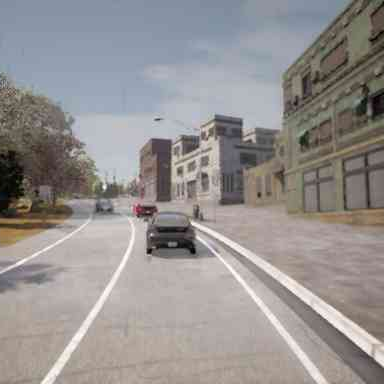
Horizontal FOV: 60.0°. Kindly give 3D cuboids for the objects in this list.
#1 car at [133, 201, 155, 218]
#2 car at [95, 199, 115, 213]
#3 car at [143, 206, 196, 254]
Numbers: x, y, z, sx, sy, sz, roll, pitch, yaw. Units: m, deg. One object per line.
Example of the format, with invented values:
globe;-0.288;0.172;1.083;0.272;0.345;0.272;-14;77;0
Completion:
car;-4.520;1.594;31.624;1.882;1.535;5.008;1;-1;-15
car;-9.679;1.536;36.735;2.128;1.511;4.902;2;0;-19
car;-0.938;1.544;13.811;1.837;1.490;4.892;1;0;-6
